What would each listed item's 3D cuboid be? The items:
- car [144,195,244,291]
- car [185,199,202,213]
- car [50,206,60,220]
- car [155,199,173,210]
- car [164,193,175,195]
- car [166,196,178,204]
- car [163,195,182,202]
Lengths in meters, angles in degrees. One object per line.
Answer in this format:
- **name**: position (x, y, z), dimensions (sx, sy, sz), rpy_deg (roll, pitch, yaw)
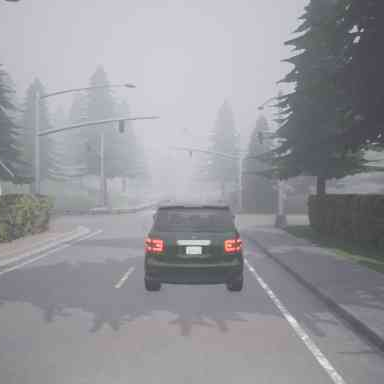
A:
- **car**: position (0.052, 1.221, 9.118), dimensions (2.150, 2.045, 5.566), rpy_deg (0, 0, 0)
- **car**: position (0.158, 1.526, 38.414), dimensions (1.812, 1.442, 4.674), rpy_deg (0, 0, -1)
- **car**: position (-12.660, 1.337, 25.677), dimensions (4.553, 1.767, 2.097), rpy_deg (0, 0, 0)
- **car**: position (-3.650, 1.601, 43.949), dimensions (1.895, 1.301, 4.718), rpy_deg (0, 0, 0)
- **car**: position (-3.654, 1.221, 53.858), dimensions (2.150, 2.045, 5.566), rpy_deg (0, 0, -1)
- **car**: position (-3.956, 1.505, 64.287), dimensions (1.837, 1.490, 4.892), rpy_deg (0, 0, -8)
- **car**: position (-4.372, 1.524, 75.074), dimensions (1.812, 1.442, 4.674), rpy_deg (0, 0, -39)
